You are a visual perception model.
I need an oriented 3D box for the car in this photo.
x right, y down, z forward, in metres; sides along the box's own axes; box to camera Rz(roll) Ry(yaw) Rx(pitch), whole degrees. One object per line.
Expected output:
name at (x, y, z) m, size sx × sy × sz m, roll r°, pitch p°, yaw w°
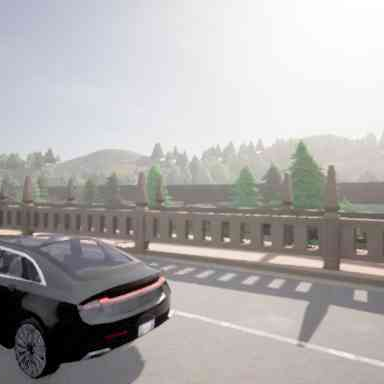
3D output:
car at (-2.613, 1.462, 5.438) m, size 4.902 × 1.511 × 2.128 m, roll 0°, pitch 0°, yaw 32°
